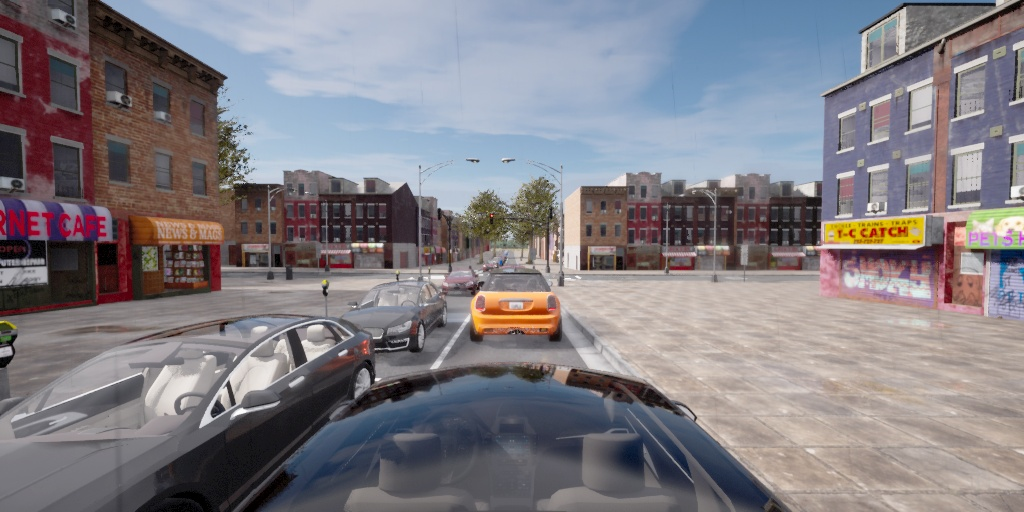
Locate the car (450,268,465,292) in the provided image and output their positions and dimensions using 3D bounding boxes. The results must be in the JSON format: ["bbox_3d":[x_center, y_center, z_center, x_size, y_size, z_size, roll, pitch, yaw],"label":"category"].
[{"bbox_3d":[-2.671,1.337,19.526,1.802,1.307,4.207,0,0,0],"label":"car"}]

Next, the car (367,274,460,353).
[{"bbox_3d":[-2.652,1.299,8.632,2.007,1.370,4.403,0,0,0],"label":"car"}]

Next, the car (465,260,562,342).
[{"bbox_3d":[0.085,1.101,9.941,2.097,1.767,4.553,0,0,0],"label":"car"}]

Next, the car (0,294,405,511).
[{"bbox_3d":[-2.643,1.300,3.183,2.007,1.370,4.403,0,0,0],"label":"car"}]

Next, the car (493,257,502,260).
[{"bbox_3d":[-2.719,1.246,46.301,1.967,1.591,4.097,0,0,0],"label":"car"}]
